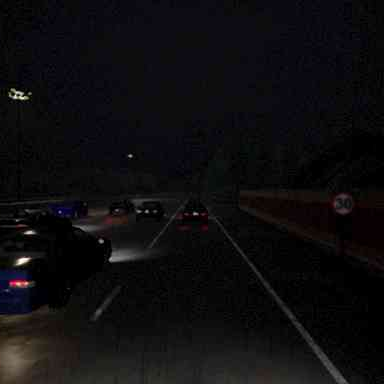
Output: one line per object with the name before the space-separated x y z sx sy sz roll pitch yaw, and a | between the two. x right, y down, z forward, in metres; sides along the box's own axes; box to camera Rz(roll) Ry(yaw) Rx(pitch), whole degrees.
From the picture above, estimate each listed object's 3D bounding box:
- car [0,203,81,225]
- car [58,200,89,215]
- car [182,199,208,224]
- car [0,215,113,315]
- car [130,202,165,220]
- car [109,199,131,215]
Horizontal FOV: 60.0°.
car | -6.834 1.454 14.470 2.128 1.511 4.902 0 0 0
car | -10.270 1.405 28.316 1.882 1.535 5.008 0 0 0
car | 0.209 1.486 24.381 2.033 1.411 5.357 0 0 0
car | -3.365 1.527 7.827 2.033 1.411 5.357 0 0 0
car | -3.278 1.479 26.881 2.033 1.411 5.357 0 0 0
car | -6.753 1.409 32.430 2.128 1.511 4.902 0 0 0
